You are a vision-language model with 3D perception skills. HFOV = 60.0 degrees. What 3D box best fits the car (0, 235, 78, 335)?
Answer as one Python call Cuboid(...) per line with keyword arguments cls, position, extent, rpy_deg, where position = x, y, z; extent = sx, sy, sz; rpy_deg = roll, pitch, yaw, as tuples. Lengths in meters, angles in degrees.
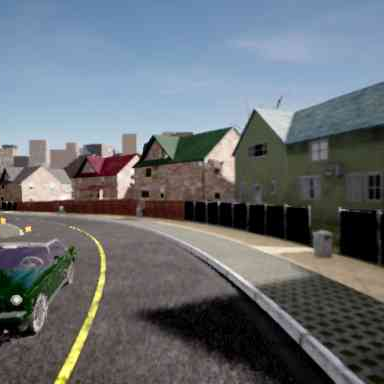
Cuboid(cls="car", position=(-3.618, 1.641, 6.727), extent=(1.895, 1.301, 4.718), rpy_deg=(-1, 0, -11))
